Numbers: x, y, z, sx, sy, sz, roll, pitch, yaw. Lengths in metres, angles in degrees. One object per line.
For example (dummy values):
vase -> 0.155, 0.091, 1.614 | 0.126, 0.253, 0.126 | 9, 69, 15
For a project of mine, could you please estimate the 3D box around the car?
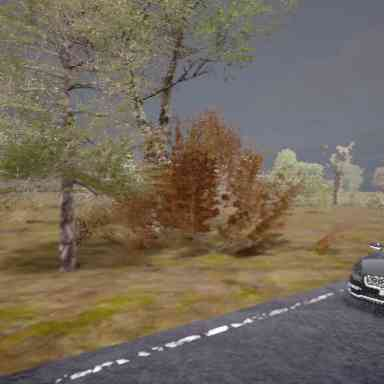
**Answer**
car -> 5.318, 1.505, 7.167 | 4.892, 1.490, 1.837 | 0, 0, -35
